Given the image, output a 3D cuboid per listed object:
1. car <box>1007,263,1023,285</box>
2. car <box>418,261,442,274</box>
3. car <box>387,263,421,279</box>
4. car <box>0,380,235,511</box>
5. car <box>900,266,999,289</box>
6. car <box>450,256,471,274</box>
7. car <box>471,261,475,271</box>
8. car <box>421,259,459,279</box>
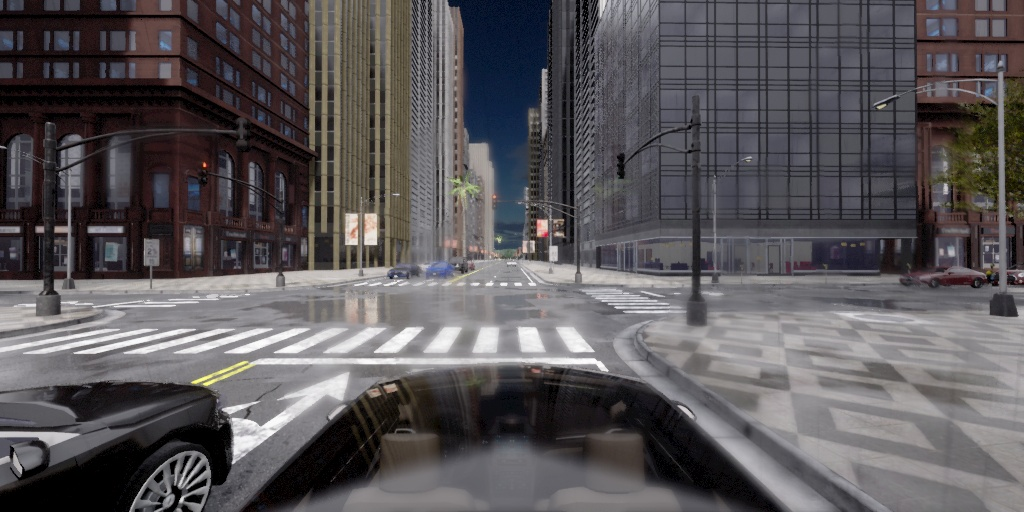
[{"bbox_3d":[32.073,1.117,22.090,4.097,1.591,1.967,0,0,-1],"label":"car"},{"bbox_3d":[-9.913,1.371,43.705,1.812,1.442,4.674,0,0,0],"label":"car"},{"bbox_3d":[-9.863,1.361,33.518,2.033,1.411,5.357,0,0,3],"label":"car"},{"bbox_3d":[-3.138,1.241,0.908,2.128,1.511,4.902,0,0,-1],"label":"car"},{"bbox_3d":[26.435,1.275,21.994,4.207,1.307,1.802,0,0,-1],"label":"car"},{"bbox_3d":[-6.659,1.067,43.656,2.150,2.045,5.566,0,0,0],"label":"car"},{"bbox_3d":[-6.657,1.411,53.946,1.812,1.442,4.674,0,0,0],"label":"car"},{"bbox_3d":[-6.643,1.291,33.548,1.882,1.535,5.008,0,0,2],"label":"car"}]
